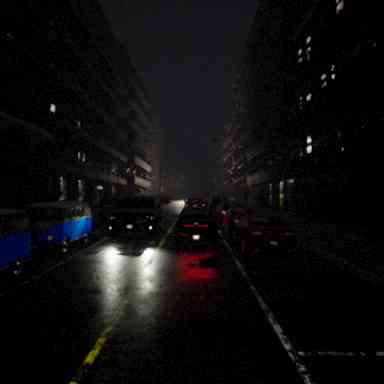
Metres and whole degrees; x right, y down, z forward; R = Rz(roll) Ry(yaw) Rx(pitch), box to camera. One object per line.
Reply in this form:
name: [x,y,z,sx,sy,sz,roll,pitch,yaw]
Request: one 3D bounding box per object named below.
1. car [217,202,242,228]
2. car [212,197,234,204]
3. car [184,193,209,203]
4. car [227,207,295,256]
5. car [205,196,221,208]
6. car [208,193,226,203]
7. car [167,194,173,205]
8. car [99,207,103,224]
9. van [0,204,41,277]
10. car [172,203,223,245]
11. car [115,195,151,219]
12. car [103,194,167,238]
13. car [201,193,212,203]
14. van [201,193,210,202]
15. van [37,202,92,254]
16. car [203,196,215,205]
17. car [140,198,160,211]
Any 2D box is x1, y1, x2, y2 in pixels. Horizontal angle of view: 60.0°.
car: [2.683,1.494,18.462,1.887,1.381,4.507,1,0,0]
car: [2.725,1.376,23.993,1.967,1.590,4.097,1,0,0]
car: [0.280,1.268,31.957,2.097,1.767,4.553,0,0,0]
car: [2.651,1.508,12.932,1.887,1.381,4.507,1,0,0]
car: [2.811,1.339,46.118,1.967,1.590,4.097,1,0,0]
car: [2.751,1.229,35.054,2.192,1.841,5.009,1,0,0]
car: [-4.967,1.195,57.281,2.192,1.841,5.009,1,0,0]
car: [-5.159,1.239,24.099,2.192,1.841,5.009,2,0,0]
van: [-5.256,1.308,7.507,1.690,1.788,3.998,2,0,0]
car: [0.180,1.458,15.129,1.837,1.490,4.892,0,0,0]
car: [-5.127,1.228,29.629,2.192,1.841,5.009,2,0,0]
car: [-2.752,1.164,17.499,2.150,2.045,5.566,0,0,0]
car: [2.942,1.207,68.243,2.192,1.841,5.009,1,0,0]
van: [2.974,1.236,73.775,1.690,1.788,3.998,1,0,0]
van: [-5.224,1.292,13.039,1.690,1.788,3.998,2,0,0]
car: [2.873,1.473,57.181,1.802,1.307,4.206,1,0,0]
car: [-5.069,1.459,40.692,1.947,1.339,4.313,1,0,0]
